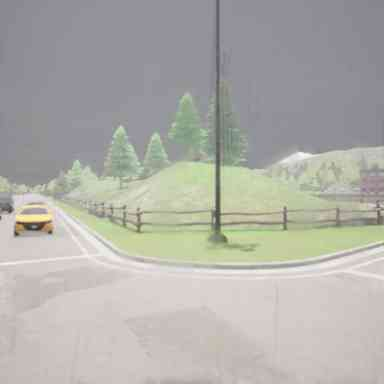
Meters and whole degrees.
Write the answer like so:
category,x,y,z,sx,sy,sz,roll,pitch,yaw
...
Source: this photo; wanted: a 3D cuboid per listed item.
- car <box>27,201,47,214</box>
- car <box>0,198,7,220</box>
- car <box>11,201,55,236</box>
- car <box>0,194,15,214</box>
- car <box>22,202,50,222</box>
category,x,y,z,sx,sy,sz,roll,pitch,yaw
car,-17.512,1.684,37.681,1.895,1.301,4.718,0,0,-24
car,-16.156,1.540,26.275,1.882,1.535,5.008,0,0,-24
car,-9.071,1.521,19.209,1.882,1.535,5.008,0,0,-25
car,-20.903,1.304,36.686,2.150,2.045,5.566,0,0,-24
car,-13.275,1.611,28.388,2.033,1.411,5.357,0,0,-25
